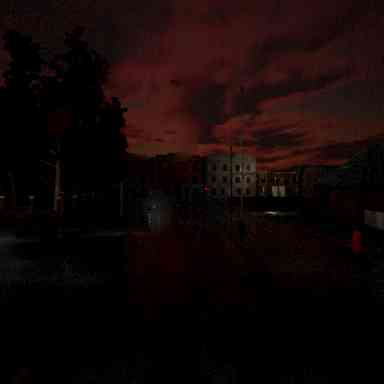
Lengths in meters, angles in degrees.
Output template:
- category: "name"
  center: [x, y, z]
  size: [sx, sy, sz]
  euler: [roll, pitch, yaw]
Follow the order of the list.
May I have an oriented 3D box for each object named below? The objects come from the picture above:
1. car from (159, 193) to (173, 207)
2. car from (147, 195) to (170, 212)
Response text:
- category: "car"
  center: [-4.128, 1.221, 50.009]
  size: [2.150, 2.045, 5.566]
  euler: [0, 0, 1]
- category: "car"
  center: [-4.147, 1.491, 39.421]
  size: [2.128, 1.511, 4.902]
  euler: [0, 0, 0]
